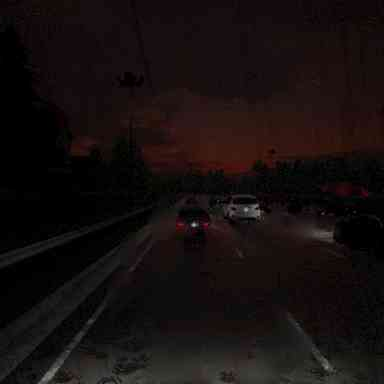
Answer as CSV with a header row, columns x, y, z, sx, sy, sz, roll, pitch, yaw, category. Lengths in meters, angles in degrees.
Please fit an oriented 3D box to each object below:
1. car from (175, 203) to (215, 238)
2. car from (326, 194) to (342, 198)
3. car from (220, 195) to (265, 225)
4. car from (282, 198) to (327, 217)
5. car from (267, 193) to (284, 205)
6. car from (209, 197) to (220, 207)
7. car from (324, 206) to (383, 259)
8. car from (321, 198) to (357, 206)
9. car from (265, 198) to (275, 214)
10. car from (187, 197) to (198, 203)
x,y,z,sx,sy,sz,roll,pitch,yaw,category
0.084,1.561,17.744,2.033,1.411,5.357,0,0,0,car
22.878,1.258,55.090,3.866,1.878,1.905,0,0,0,car
3.581,1.240,24.688,2.150,2.045,5.566,0,0,0,car
10.572,1.573,31.713,2.033,1.411,5.357,0,0,0,car
14.057,1.266,56.249,2.150,2.045,5.566,0,0,0,car
3.560,1.530,50.597,2.128,1.511,4.902,0,0,0,car
7.089,1.502,12.542,2.128,1.511,4.902,0,0,0,car
14.077,1.551,31.148,1.812,1.442,4.674,0,0,0,car
7.071,1.629,35.438,1.895,1.301,4.718,0,0,0,car
0.051,1.612,63.346,1.994,1.385,4.181,0,0,0,car
